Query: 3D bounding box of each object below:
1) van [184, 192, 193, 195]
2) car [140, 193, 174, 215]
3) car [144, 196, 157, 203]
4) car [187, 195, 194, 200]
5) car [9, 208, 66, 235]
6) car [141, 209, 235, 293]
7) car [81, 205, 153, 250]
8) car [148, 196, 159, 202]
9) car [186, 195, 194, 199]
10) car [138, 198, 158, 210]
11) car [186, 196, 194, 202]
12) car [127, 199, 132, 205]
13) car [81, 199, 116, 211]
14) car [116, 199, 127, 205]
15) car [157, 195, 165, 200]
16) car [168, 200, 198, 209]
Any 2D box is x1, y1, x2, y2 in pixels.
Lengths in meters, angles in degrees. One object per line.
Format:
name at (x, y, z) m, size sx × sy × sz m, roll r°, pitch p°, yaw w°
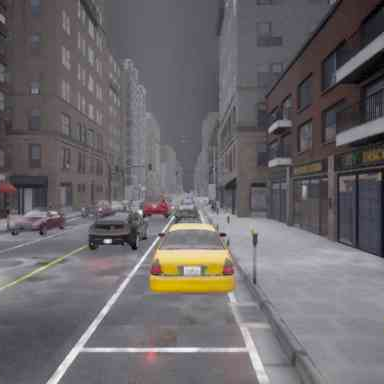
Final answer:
van at (-0.383, 1.339, 67.702) m, size 1.690 × 1.788 × 3.998 m, roll 0°, pitch 0°, yaw 0°
car at (-3.020, 1.258, 29.386) m, size 2.150 × 2.045 × 5.566 m, roll 0°, pitch 0°, yaw 0°
car at (-8.408, 1.548, 67.693) m, size 2.008 × 1.369 × 4.403 m, roll 0°, pitch 0°, yaw 0°
car at (-0.383, 1.575, 90.427) m, size 1.802 × 1.307 × 4.206 m, roll 0°, pitch 0°, yaw 0°
car at (-8.408, 1.581, 18.538) m, size 1.802 × 1.307 × 4.206 m, roll 0°, pitch 0°, yaw 0°
car at (0.005, 1.456, 8.840) m, size 1.801 × 1.575 × 5.366 m, roll 0°, pitch 0°, yaw 0°
car at (-3.020, 1.517, 14.356) m, size 1.837 × 1.490 × 4.892 m, roll 0°, pitch 0°, yaw 0°
car at (-8.408, 1.542, 73.374) m, size 1.887 × 1.381 × 4.507 m, roll 0°, pitch 0°, yaw 0°
car at (-0.383, 1.439, 35.101) m, size 1.967 × 1.590 × 4.097 m, roll 0°, pitch 0°, yaw 0°
car at (-5.770, 1.602, 44.356) m, size 2.033 × 1.411 × 5.357 m, roll 0°, pitch 0°, yaw 0°
car at (-0.383, 1.579, 79.064) m, size 1.802 × 1.307 × 4.206 m, roll 0°, pitch 0°, yaw 0°
car at (-8.408, 1.550, 40.611) m, size 2.008 × 1.369 × 4.403 m, roll 0°, pitch 0°, yaw 0°
car at (-8.408, 1.440, 29.575) m, size 1.967 × 1.590 × 4.097 m, roll 0°, pitch 0°, yaw 0°
car at (-8.408, 1.525, 34.923) m, size 1.752 × 1.417 × 4.829 m, roll 0°, pitch 0°, yaw 0°
car at (-8.408, 1.518, 90.251) m, size 1.752 × 1.417 × 4.829 m, roll 0°, pitch 0°, yaw 0°
car at (-0.383, 1.550, 24.063) m, size 2.008 × 1.369 × 4.403 m, roll 0°, pitch 0°, yaw 0°
